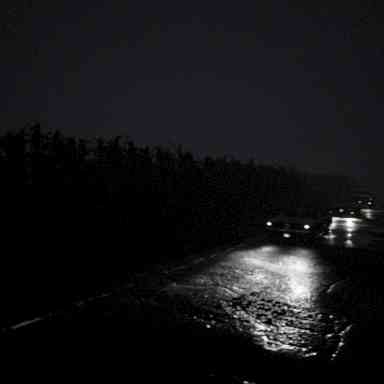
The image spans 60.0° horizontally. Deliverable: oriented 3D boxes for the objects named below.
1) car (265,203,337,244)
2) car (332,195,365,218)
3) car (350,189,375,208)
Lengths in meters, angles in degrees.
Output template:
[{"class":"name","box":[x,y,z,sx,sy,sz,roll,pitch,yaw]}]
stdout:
[{"class":"car","box":[4.816,1.336,14.616,1.895,1.301,4.718,2,2,32]},{"class":"car","box":[12.025,1.162,26.070,1.994,1.385,4.181,2,2,32]},{"class":"car","box":[19.368,0.674,37.708,2.150,2.045,5.566,2,2,32]}]
